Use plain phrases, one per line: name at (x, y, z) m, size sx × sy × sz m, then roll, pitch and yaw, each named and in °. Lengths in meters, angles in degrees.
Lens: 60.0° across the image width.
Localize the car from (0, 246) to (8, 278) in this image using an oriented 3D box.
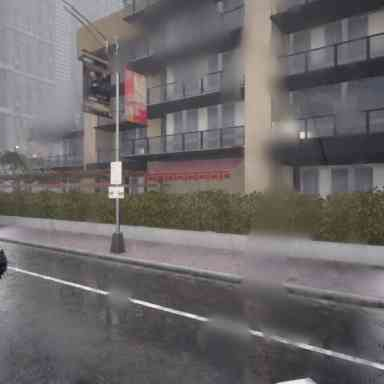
car at (-6.751, 1.563, 8.821) m, size 4.181 × 1.385 × 1.994 m, roll 0°, pitch 0°, yaw 35°
